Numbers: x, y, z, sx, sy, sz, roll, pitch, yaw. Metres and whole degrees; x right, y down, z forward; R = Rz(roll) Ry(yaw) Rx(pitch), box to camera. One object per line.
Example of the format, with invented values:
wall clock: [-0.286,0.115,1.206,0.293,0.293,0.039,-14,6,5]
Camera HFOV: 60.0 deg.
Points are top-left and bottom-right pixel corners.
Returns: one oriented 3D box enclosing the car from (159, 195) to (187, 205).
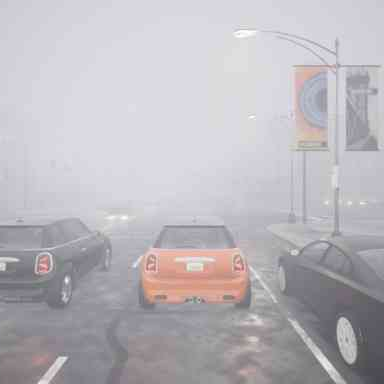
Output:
car: [-2.802,1.547,48.222,2.033,1.411,5.357,0,0,-17]

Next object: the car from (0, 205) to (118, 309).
car: [-3.434,1.352,8.052,2.097,1.767,4.553,0,0,0]

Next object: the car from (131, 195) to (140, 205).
car: [-9.559,1.352,58.483,2.097,1.767,4.553,0,0,11]

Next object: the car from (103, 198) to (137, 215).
car: [-7.071,1.563,33.119,1.994,1.385,4.181,0,0,0]

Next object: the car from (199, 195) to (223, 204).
car: [3.816,1.477,65.890,1.882,1.535,5.008,0,0,25]

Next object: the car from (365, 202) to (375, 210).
car: [23.417,1.504,39.925,4.892,1.490,1.837,0,0,0]

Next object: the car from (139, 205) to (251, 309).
car: [0.067,1.352,8.048,2.097,1.767,4.553,0,0,0]

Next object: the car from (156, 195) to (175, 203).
car: [-5.560,1.499,71.179,1.837,1.490,4.892,0,0,26]

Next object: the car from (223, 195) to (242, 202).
car: [9.076,1.499,79.409,4.892,1.490,1.837,0,0,-43]

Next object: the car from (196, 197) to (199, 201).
car: [3.004,1.524,83.229,2.128,1.511,4.902,0,0,43]

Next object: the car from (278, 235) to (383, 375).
car: [2.903,1.480,5.697,2.097,1.535,5.008,0,0,0]

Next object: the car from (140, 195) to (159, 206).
car: [-6.622,1.525,54.139,1.812,1.442,4.674,0,0,5]

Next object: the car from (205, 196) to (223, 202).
car: [5.323,1.594,80.601,1.895,1.301,4.718,0,0,43]

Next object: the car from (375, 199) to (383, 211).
car: [23.180,1.352,36.421,4.553,1.767,2.097,0,0,0]

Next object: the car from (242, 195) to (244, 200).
car: [14.973,1.345,92.235,4.553,1.767,2.097,0,0,-32]

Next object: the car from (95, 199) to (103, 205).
car: [-10.545,1.547,41.282,2.033,1.411,5.357,0,0,0]
